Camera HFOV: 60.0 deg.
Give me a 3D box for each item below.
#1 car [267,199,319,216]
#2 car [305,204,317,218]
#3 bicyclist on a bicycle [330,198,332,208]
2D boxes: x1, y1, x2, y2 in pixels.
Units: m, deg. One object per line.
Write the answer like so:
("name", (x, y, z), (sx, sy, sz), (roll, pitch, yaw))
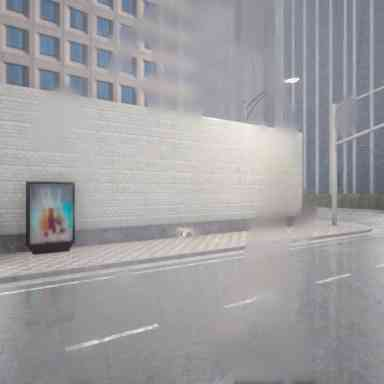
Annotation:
("car", (10.446, 1.547, 34.856), (2.128, 1.511, 4.902), (0, 0, -36))
("car", (9.065, 1.533, 30.770), (1.882, 1.535, 5.008), (0, 0, -36))
("bicyclist on a bicycle", (18.668, 1.356, 43.951), (1.656, 1.620, 0.582), (0, 0, -36))
